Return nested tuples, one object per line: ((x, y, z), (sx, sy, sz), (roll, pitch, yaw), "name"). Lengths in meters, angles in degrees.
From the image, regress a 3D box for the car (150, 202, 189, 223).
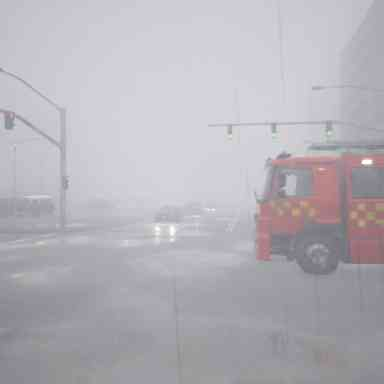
((-1.828, 1.860, 28.540), (1.994, 1.385, 4.181), (0, -1, 10), "car")

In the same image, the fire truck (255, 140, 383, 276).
((6.230, 0.430, 10.137), (8.468, 3.827, 2.891), (0, -1, 9), "fire truck")

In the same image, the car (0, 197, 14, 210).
((-33.853, 1.734, 57.664), (1.932, 1.855, 4.605), (0, -1, 10), "car")

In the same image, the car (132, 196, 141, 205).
((-11.500, 1.873, 71.552), (1.905, 1.878, 3.866), (0, -1, 10), "car")

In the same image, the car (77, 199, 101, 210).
((-17.196, 1.949, 54.818), (1.970, 1.475, 3.806), (0, -1, 10), "car")

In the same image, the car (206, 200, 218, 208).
((3.469, 2.085, 58.879), (2.128, 1.511, 4.902), (0, -1, 10), "car")

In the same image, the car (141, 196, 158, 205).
((-8.659, 1.865, 70.996), (1.932, 1.855, 4.605), (0, -1, 10), "car")

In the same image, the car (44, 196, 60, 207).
((-30.832, 1.906, 74.921), (1.905, 1.878, 3.866), (0, -1, 10), "car")

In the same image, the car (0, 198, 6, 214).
((-25.498, 1.813, 40.947), (1.970, 1.475, 3.806), (0, -1, 10), "car")

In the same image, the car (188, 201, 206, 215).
((0.123, 1.912, 39.823), (1.837, 1.490, 4.892), (0, -1, 10), "car")
